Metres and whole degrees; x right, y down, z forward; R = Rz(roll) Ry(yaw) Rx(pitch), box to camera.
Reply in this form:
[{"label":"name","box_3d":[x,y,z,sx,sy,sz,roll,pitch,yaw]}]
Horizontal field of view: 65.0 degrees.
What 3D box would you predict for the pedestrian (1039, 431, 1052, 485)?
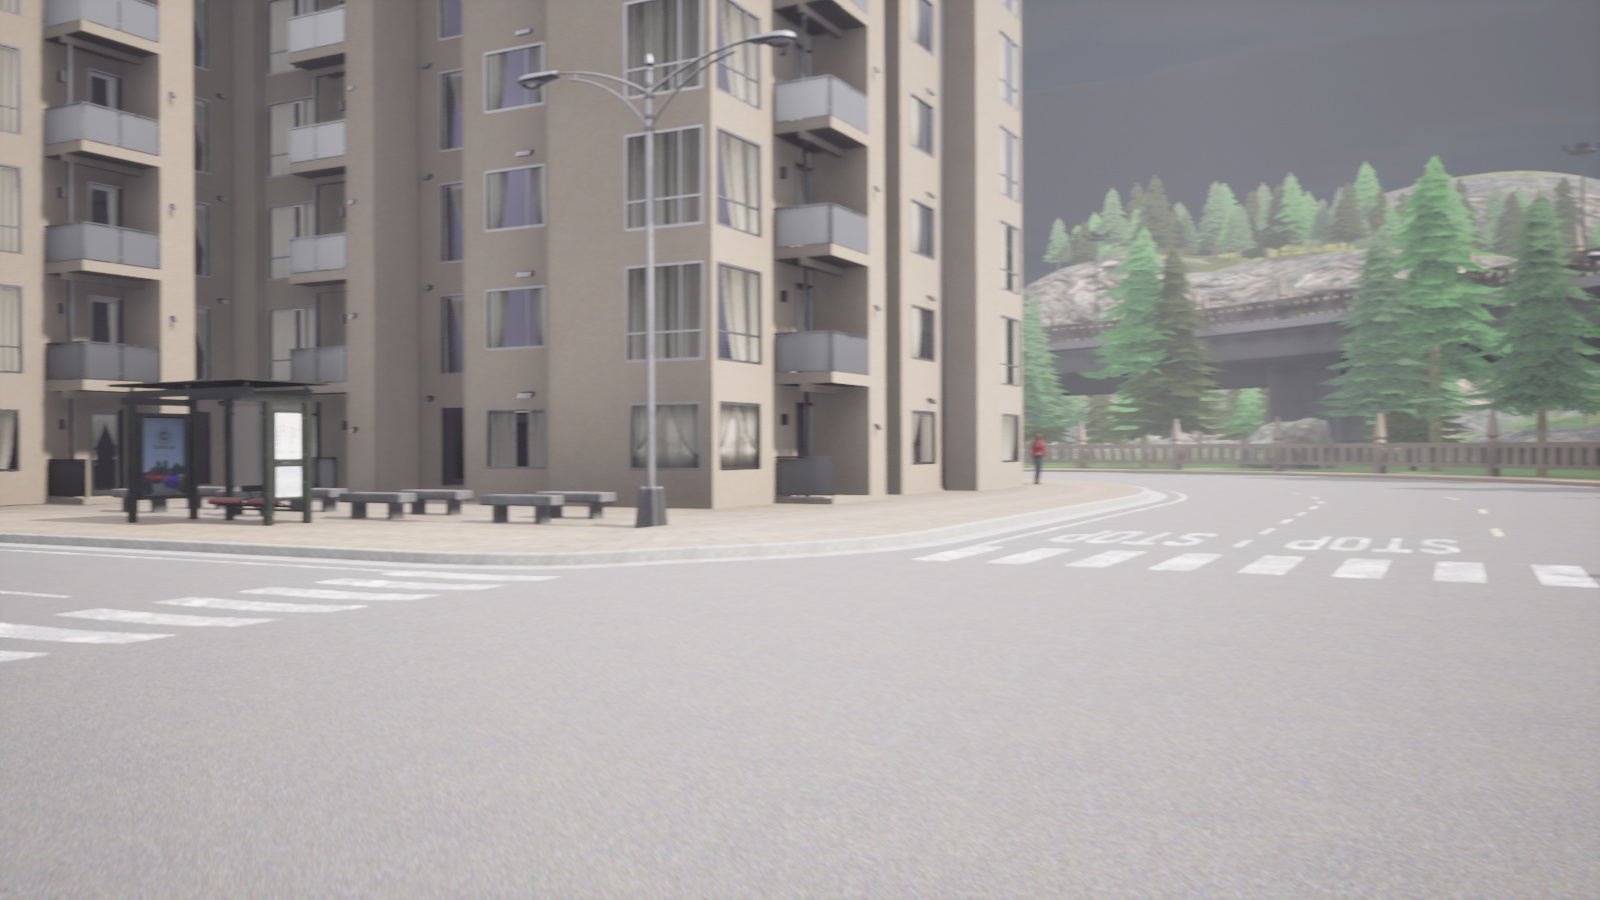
[{"label":"pedestrian","box_3d":[8.401,0.274,42.953,0.331,1.846,0.636,0,0,0]}]
